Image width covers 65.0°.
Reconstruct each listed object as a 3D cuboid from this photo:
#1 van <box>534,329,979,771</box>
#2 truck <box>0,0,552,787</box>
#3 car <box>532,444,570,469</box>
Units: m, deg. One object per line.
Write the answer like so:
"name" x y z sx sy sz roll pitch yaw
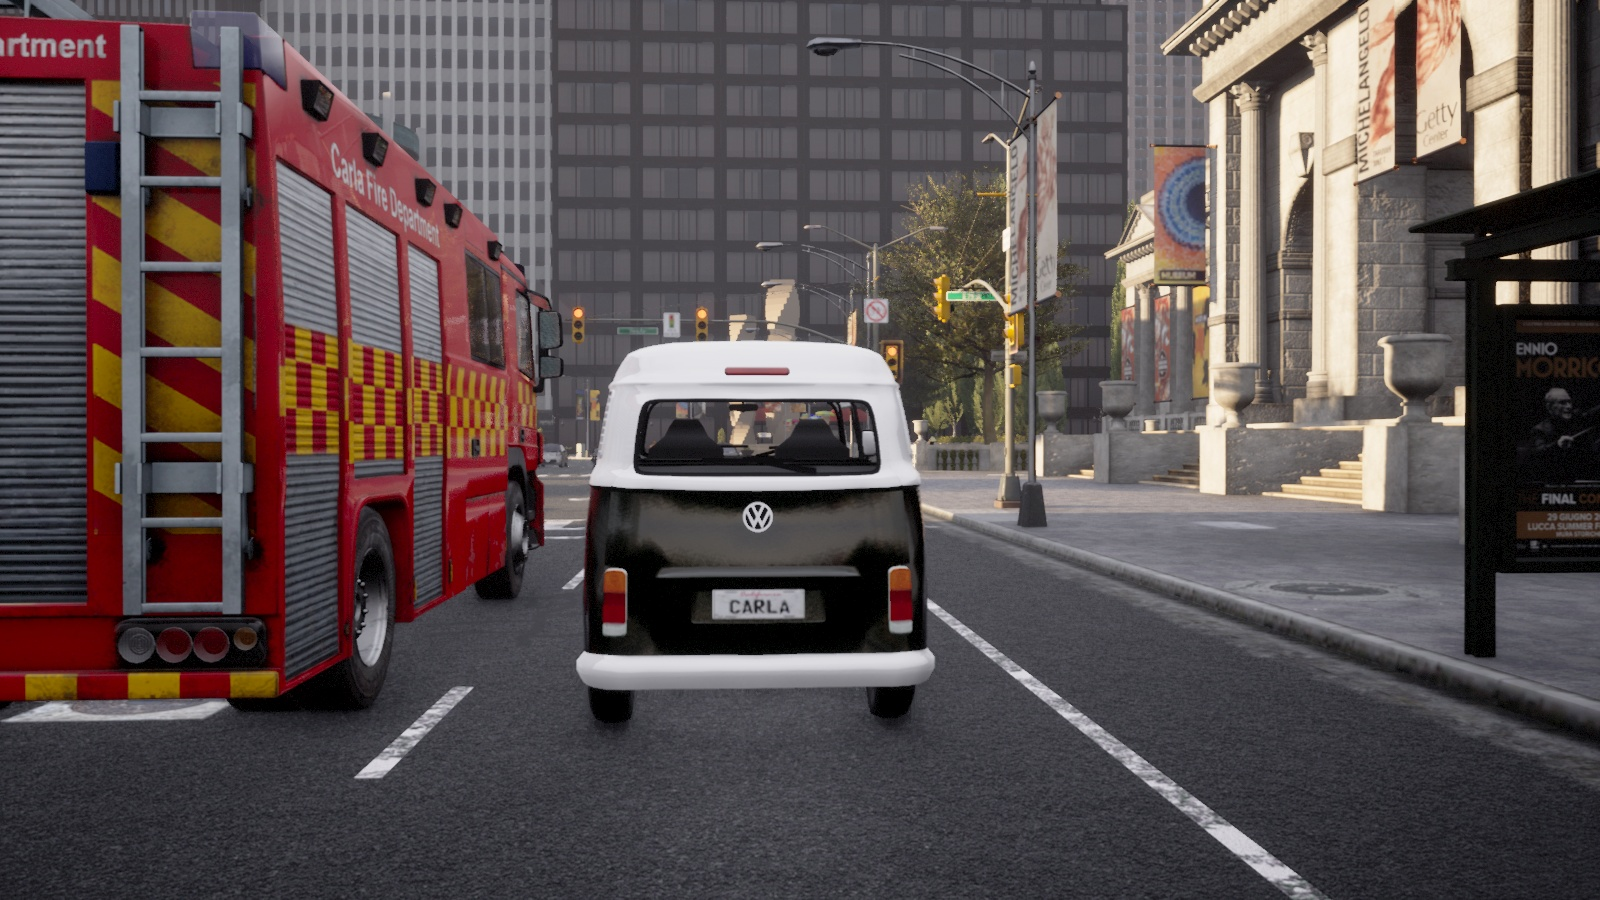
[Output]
"van" -0.333 0.433 8.088 2.069 2.038 4.480 0 1 -4
"truck" -3.936 -0.472 9.659 2.891 3.827 8.468 0 0 -4
"car" -15.225 0.359 76.949 1.845 1.501 3.633 0 0 -4
